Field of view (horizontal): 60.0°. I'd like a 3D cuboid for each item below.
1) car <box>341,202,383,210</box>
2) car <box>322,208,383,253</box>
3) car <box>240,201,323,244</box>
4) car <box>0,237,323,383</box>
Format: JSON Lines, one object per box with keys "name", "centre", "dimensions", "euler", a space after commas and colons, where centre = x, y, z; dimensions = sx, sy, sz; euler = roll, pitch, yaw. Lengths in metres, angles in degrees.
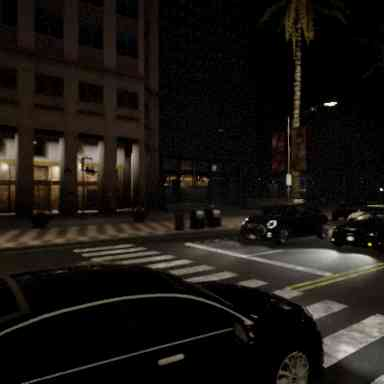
{"name": "car", "centre": [11.607, 1.523, 20.760], "dimensions": [4.674, 1.442, 1.812], "euler": [0, 0, -35]}
{"name": "car", "centre": [7.583, 1.562, 13.662], "dimensions": [4.181, 1.385, 1.994], "euler": [0, 0, -35]}
{"name": "car", "centre": [4.429, 1.350, 15.719], "dimensions": [4.553, 1.767, 2.097], "euler": [0, 0, -35]}
{"name": "car", "centre": [-0.703, 1.504, 3.242], "dimensions": [4.892, 1.490, 1.837], "euler": [0, 0, -36]}
